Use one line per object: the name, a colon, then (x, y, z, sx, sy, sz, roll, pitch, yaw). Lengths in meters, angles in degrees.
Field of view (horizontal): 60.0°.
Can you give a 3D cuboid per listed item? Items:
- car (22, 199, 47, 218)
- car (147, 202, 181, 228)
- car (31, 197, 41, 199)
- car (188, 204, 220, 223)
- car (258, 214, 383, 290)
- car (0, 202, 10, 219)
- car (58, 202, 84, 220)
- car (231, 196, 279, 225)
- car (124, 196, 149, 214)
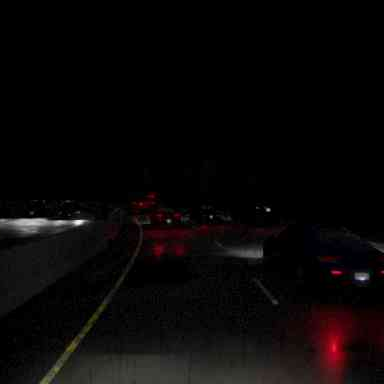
car: (-15.483, 1.711, 32.846, 2.128, 1.511, 4.902, 0, 0, -19)
car: (-1.892, 1.654, 23.189, 1.812, 1.442, 4.674, 0, 0, -11)
car: (-30.909, 1.838, 66.174, 2.097, 1.767, 4.553, 0, -1, -42)
car: (0.942, 1.674, 26.777, 1.812, 1.442, 4.674, 0, 0, -12)
car: (3.363, 1.570, 9.117, 1.812, 1.442, 4.674, 0, 0, -3)
car: (-18.882, 1.698, 31.999, 1.882, 1.535, 5.008, 0, -1, -19)
car: (-10.995, 1.695, 30.254, 1.837, 1.490, 4.892, 0, -1, -17)
car: (4.758, 1.359, 25.772, 2.150, 2.045, 5.566, 0, 0, -12)
car: (-6.646, 1.474, 39.848, 2.150, 2.045, 5.566, 0, 0, -21)
